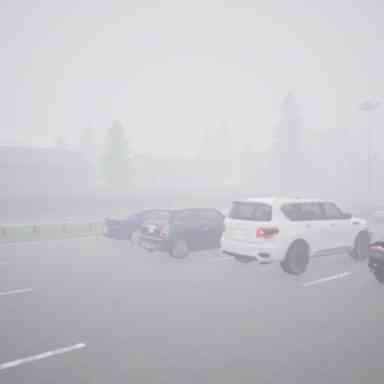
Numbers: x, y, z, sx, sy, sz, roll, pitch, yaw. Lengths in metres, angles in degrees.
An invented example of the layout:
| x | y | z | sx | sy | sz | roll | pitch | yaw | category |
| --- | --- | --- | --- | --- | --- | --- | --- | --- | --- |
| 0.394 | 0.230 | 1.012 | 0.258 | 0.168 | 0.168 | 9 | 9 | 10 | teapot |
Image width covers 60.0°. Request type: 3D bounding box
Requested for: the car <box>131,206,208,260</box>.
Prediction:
| x | y | z | sx | sy | sz | roll | pitch | yaw | category |
| --- | --- | --- | --- | --- | --- | --- | --- | --- | --- |
| 0.343 | 1.318 | 12.586 | 4.553 | 1.767 | 2.097 | 0 | 0 | -35 | car |

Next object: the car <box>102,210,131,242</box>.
| x | y | z | sx | sy | sz | roll | pitch | yaw | category |
| --- | --- | --- | --- | --- | --- | --- | --- | --- | --- |
| -1.631 | 1.444 | 15.479 | 5.008 | 1.535 | 1.882 | 0 | 0 | -35 | car |

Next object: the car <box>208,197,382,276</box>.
| x | y | z | sx | sy | sz | roll | pitch | yaw | category |
| --- | --- | --- | --- | --- | --- | --- | --- | --- | --- |
| 3.438 | 1.181 | 10.496 | 5.566 | 2.045 | 2.150 | 0 | 0 | -35 | car |

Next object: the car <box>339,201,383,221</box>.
| x | y | z | sx | sy | sz | roll | pitch | yaw | category |
| --- | --- | --- | --- | --- | --- | --- | --- | --- | --- |
| 13.835 | 1.442 | 26.503 | 4.181 | 1.385 | 1.994 | 0 | 0 | -35 | car |

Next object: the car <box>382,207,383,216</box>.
| x | y | z | sx | sy | sz | roll | pitch | yaw | category |
| --- | --- | --- | --- | --- | --- | --- | --- | --- | --- |
| 14.190 | 1.488 | 22.459 | 4.718 | 1.301 | 1.895 | 0 | 0 | -35 | car |

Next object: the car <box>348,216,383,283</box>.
| x | y | z | sx | sy | sz | roll | pitch | yaw | category |
| --- | --- | --- | --- | --- | --- | --- | --- | --- | --- |
| 6.260 | 1.446 | 8.209 | 4.902 | 1.511 | 2.128 | 0 | 0 | -35 | car |
